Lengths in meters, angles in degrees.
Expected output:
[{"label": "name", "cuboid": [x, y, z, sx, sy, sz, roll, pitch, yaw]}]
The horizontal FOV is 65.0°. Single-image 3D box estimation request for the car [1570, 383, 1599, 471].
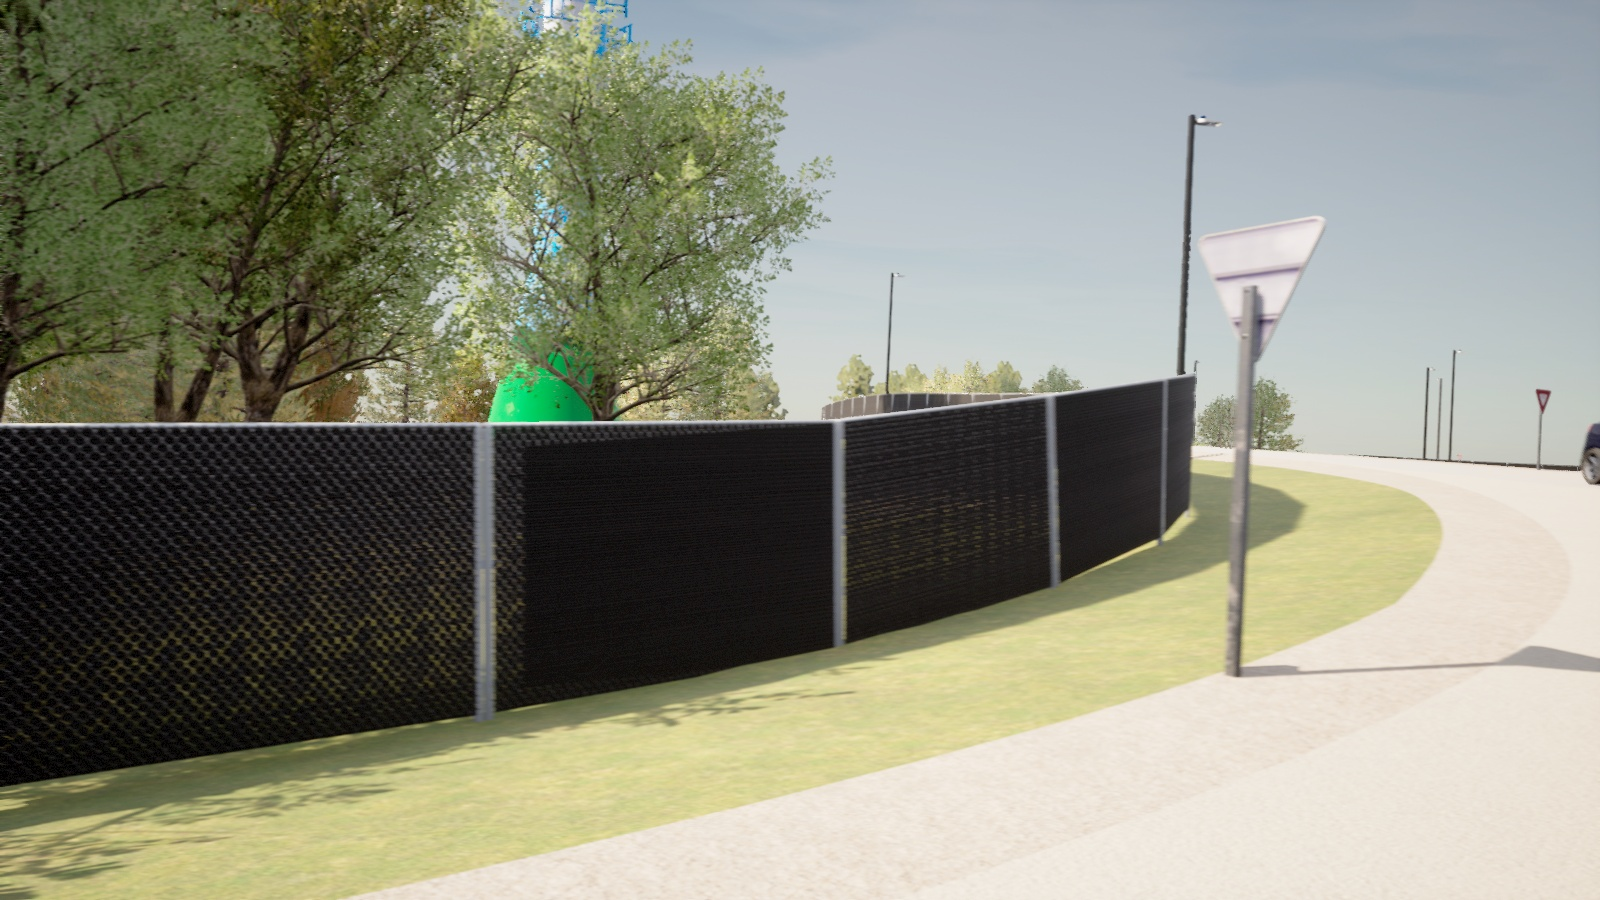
[{"label": "car", "cuboid": [14.652, -0.330, 20.557, 1.845, 1.501, 3.633, 2, 2, 1]}]
